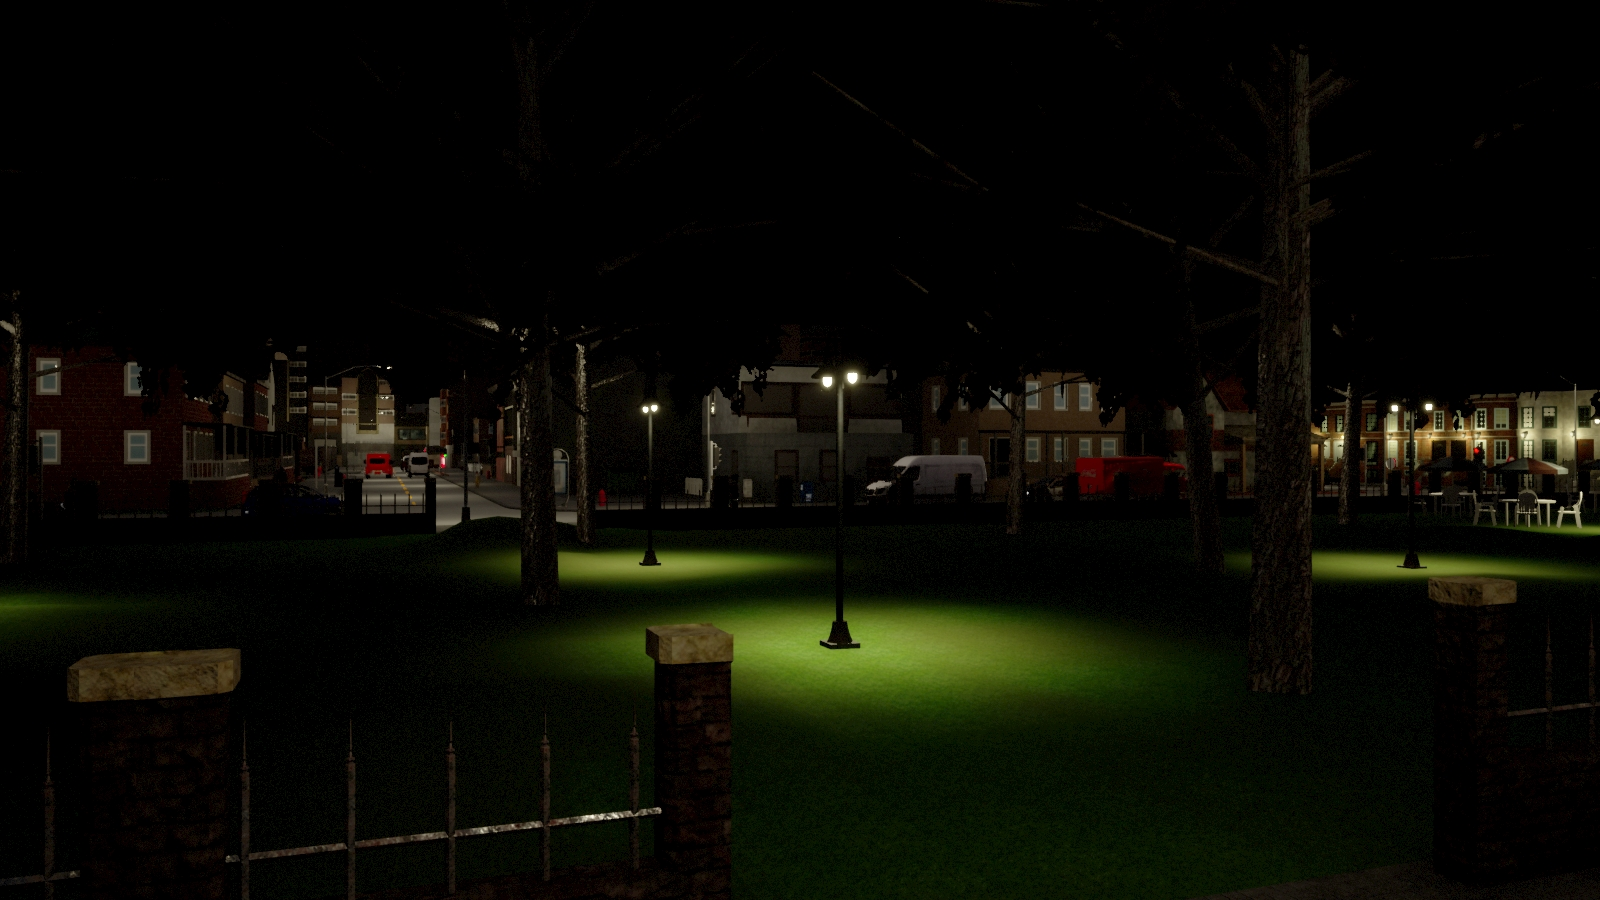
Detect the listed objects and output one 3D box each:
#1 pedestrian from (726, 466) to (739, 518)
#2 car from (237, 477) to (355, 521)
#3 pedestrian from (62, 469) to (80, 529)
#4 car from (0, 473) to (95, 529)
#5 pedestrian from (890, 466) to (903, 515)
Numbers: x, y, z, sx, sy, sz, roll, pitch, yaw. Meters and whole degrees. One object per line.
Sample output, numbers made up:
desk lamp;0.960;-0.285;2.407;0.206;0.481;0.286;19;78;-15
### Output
pedestrian;-2.424;1.525;41.234;0.375;1.860;0.375;0;0;-20
car;-19.005;1.818;43.143;1.845;1.501;3.633;0;0;44
pedestrian;-22.792;1.525;35.725;0.375;1.860;0.375;0;0;42
car;-26.399;1.687;38.112;4.553;1.767;2.097;0;0;-20
pedestrian;3.661;1.525;43.520;0.375;1.860;0.375;0;0;-16
